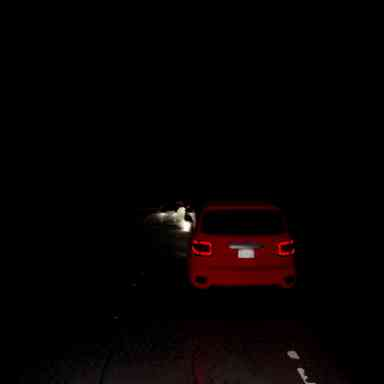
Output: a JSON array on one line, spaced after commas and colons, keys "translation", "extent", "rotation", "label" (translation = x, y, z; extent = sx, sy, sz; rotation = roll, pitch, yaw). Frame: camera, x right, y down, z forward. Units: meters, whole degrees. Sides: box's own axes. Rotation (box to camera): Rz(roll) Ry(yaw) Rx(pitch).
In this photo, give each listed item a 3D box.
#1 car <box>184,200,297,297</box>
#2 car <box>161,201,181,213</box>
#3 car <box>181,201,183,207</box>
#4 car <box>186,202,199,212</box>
[{"translation": [0.974, 1.200, 8.637], "extent": [2.150, 2.045, 5.566], "rotation": [0, 0, 0], "label": "car"}, {"translation": [-2.790, 1.844, 41.823], "extent": [1.882, 1.535, 5.008], "rotation": [0, -1, 0], "label": "car"}, {"translation": [-2.652, 2.631, 70.599], "extent": [1.882, 1.535, 5.008], "rotation": [0, -2, 0], "label": "car"}, {"translation": [0.067, 2.112, 48.497], "extent": [1.895, 1.301, 4.718], "rotation": [0, -1, 0], "label": "car"}]
